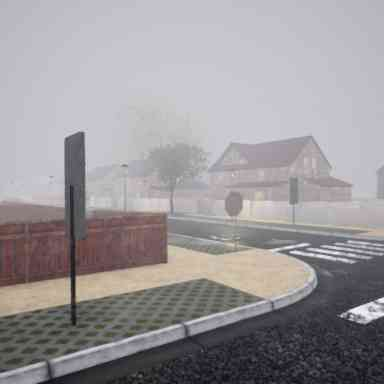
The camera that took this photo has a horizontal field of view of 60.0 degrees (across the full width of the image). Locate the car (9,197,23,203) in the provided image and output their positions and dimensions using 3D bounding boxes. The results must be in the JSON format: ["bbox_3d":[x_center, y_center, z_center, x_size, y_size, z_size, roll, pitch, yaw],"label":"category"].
[{"bbox_3d":[-41.264,1.975,78.639,1.994,1.385,4.181,-1,0,-37],"label":"car"}]
